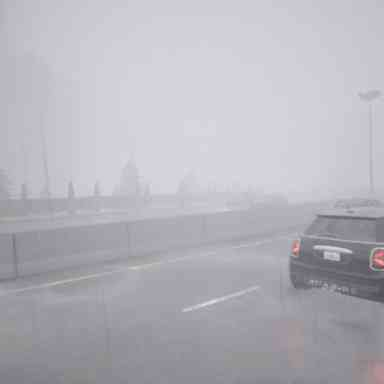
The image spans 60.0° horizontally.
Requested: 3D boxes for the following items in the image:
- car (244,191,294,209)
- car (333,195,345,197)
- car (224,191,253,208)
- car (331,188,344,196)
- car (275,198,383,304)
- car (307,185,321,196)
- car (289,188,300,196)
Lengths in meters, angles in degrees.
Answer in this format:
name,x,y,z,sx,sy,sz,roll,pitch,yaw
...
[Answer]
name,x,y,z,sx,sy,sz,roll,pitch,yaw
car,7.270,0.882,30.973,2.033,1.411,5.357,-1,1,38
car,8.150,1.035,15.871,4.892,1.490,1.837,-2,1,-45
car,5.177,0.696,34.127,2.097,1.767,4.553,-1,1,37
car,25.456,0.045,58.289,1.812,1.442,4.674,-1,1,18
car,4.165,1.120,7.410,4.553,1.767,2.097,-2,1,-40
car,23.346,-0.259,63.605,2.150,2.045,5.566,-1,1,15
car,20.723,-0.090,67.621,2.097,1.767,4.553,-2,1,12
